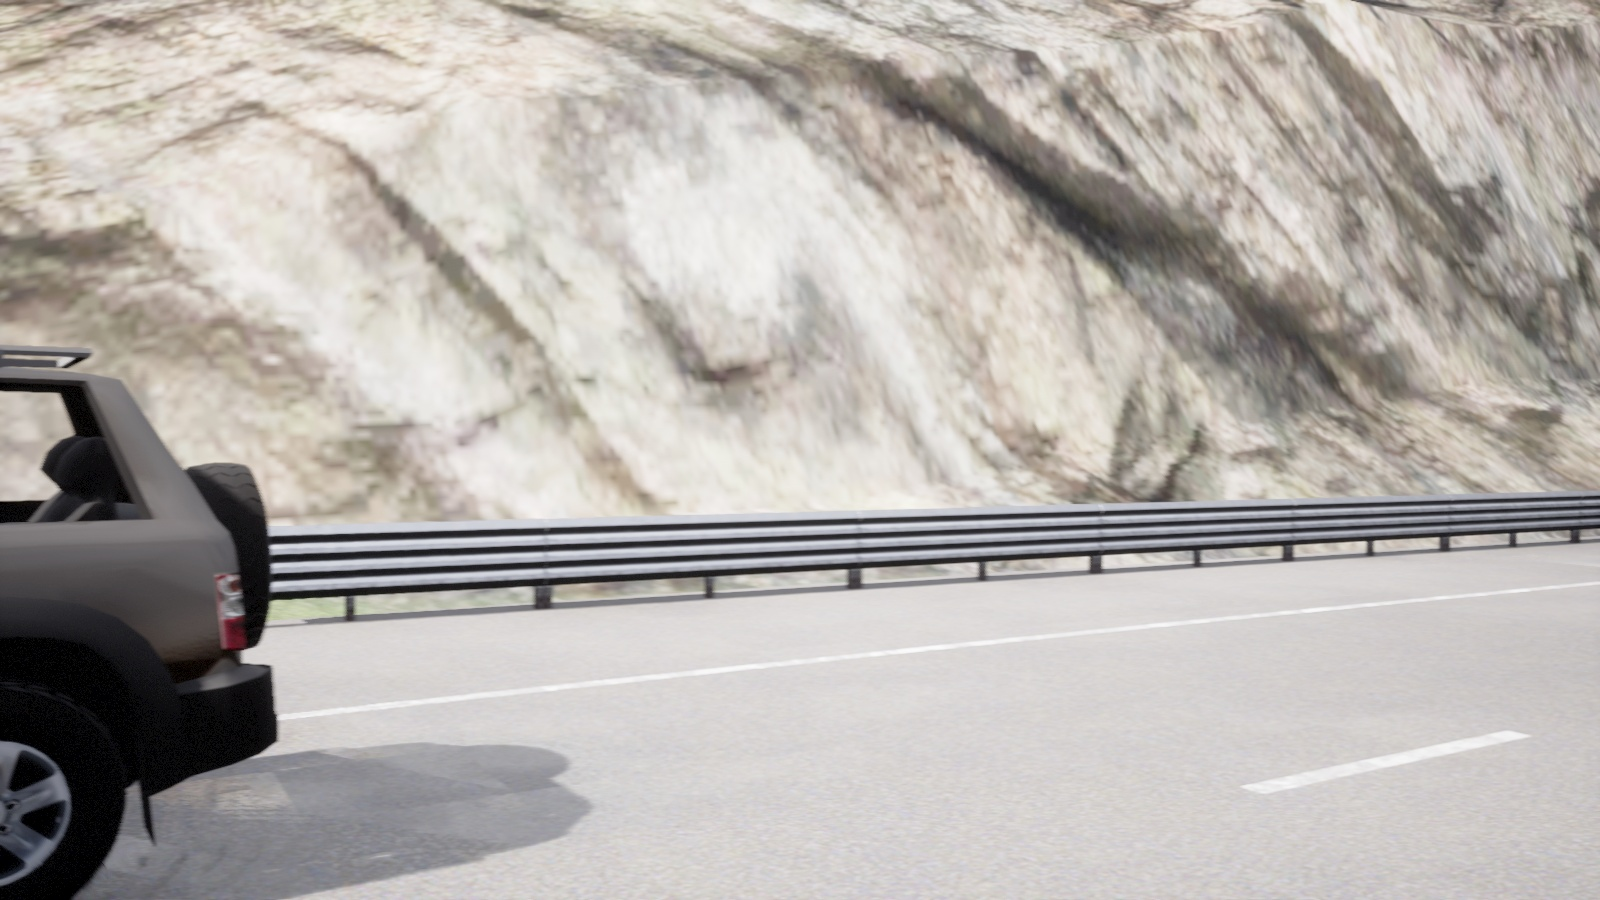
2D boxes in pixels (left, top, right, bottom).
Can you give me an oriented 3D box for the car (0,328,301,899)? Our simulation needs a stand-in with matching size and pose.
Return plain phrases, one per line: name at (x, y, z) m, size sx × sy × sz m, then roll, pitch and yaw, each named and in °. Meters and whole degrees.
car at (-4.086, 0.600, 3.590) m, size 4.605 × 1.855 × 1.932 m, roll -1°, pitch 1°, yaw -34°
